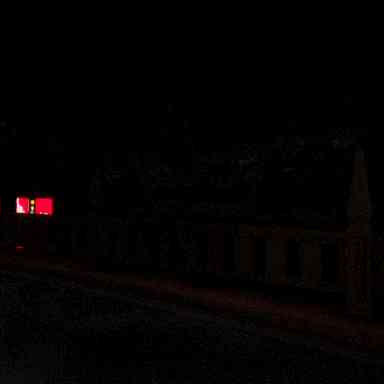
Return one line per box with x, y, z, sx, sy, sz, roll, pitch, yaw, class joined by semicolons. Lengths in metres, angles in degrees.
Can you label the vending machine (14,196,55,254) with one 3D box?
-6.039;1.192;12.755;0.880;2.100;1.100;0;0;29;vending machine
